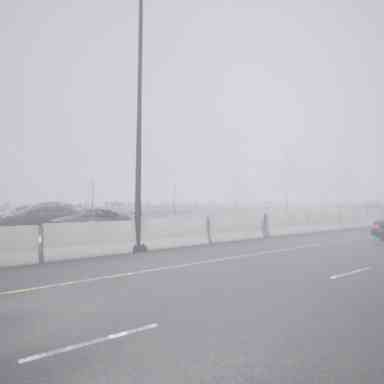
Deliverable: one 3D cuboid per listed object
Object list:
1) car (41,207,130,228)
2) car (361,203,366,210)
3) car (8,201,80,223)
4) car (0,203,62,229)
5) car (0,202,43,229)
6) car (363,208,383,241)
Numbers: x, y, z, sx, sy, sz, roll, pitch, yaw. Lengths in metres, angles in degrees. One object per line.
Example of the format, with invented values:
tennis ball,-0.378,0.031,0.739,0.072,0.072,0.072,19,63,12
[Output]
car,-5.337,1.563,17.436,4.181,1.385,1.994,0,0,-36
car,26.189,2.108,48.720,4.718,1.301,1.895,1,-1,-36
car,-11.465,1.504,25.962,4.892,1.490,1.837,0,0,-36
car,-11.204,1.524,21.834,4.674,1.442,1.812,0,0,-36
car,-8.830,1.503,19.230,4.892,1.490,1.837,0,0,-36
car,10.523,1.588,15.692,5.357,1.411,2.033,0,0,-36
